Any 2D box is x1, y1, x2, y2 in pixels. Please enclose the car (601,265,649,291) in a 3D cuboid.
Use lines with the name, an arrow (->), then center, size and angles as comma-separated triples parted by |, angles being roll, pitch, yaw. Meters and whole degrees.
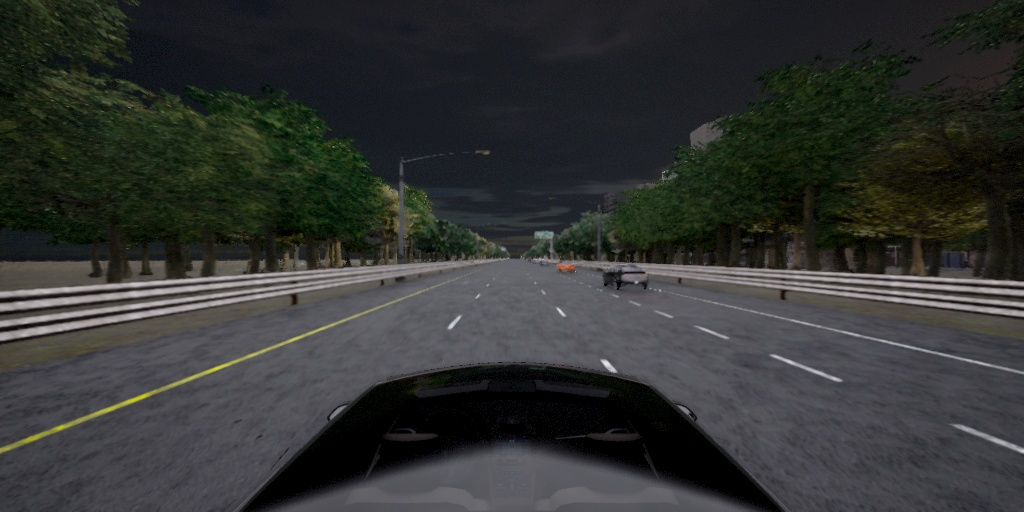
car -> 7.036, 1.303, 22.696 | 2.128, 1.511, 4.902 | 0, 0, 0

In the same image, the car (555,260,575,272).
car -> 7.148, 1.284, 48.692 | 2.097, 1.767, 4.553 | 0, 0, 0
